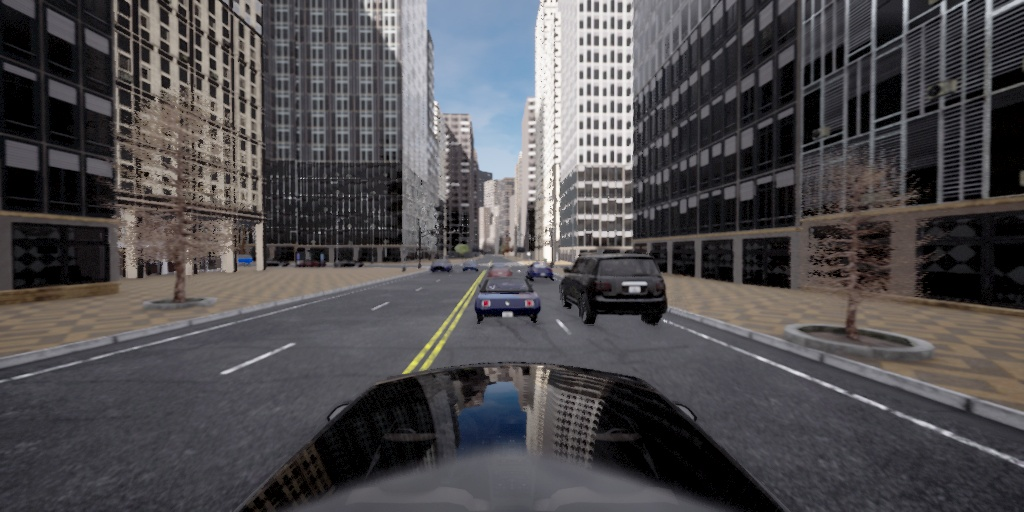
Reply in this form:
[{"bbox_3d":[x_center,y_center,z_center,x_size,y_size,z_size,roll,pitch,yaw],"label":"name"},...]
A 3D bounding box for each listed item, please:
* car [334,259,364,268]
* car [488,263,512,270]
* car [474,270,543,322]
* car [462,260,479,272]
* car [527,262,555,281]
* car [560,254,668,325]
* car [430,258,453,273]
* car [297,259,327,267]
[{"bbox_3d":[-25.025,1.172,55.182,4.313,1.339,1.948,0,0,-1],"label":"car"},{"bbox_3d":[-0.971,1.283,29.384,1.994,1.385,4.181,0,0,-3],"label":"car"},{"bbox_3d":[-0.201,1.341,12.178,1.895,1.301,4.718,0,0,-2],"label":"car"},{"bbox_3d":[-5.058,1.250,44.477,2.033,1.411,5.357,0,0,-2],"label":"car"},{"bbox_3d":[2.269,1.237,29.680,1.812,1.442,4.674,0,0,-3],"label":"car"},{"bbox_3d":[3.058,0.954,11.911,2.150,2.045,5.566,0,0,-2],"label":"car"},{"bbox_3d":[-8.223,1.066,42.187,2.097,1.767,4.553,0,0,-2],"label":"car"},{"bbox_3d":[-30.710,1.150,55.051,4.207,1.307,1.802,0,0,-1],"label":"car"}]
